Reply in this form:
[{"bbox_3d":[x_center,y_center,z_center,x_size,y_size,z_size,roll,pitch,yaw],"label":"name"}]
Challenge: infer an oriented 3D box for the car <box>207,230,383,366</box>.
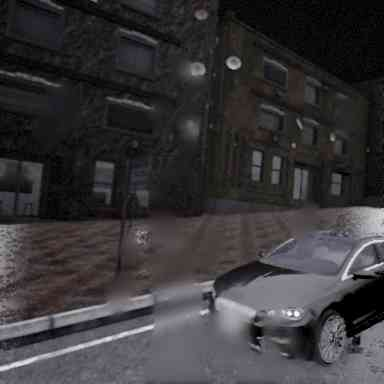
[{"bbox_3d":[2.467,1.497,5.911,4.902,1.511,2.128,0,0,-37],"label":"car"}]
